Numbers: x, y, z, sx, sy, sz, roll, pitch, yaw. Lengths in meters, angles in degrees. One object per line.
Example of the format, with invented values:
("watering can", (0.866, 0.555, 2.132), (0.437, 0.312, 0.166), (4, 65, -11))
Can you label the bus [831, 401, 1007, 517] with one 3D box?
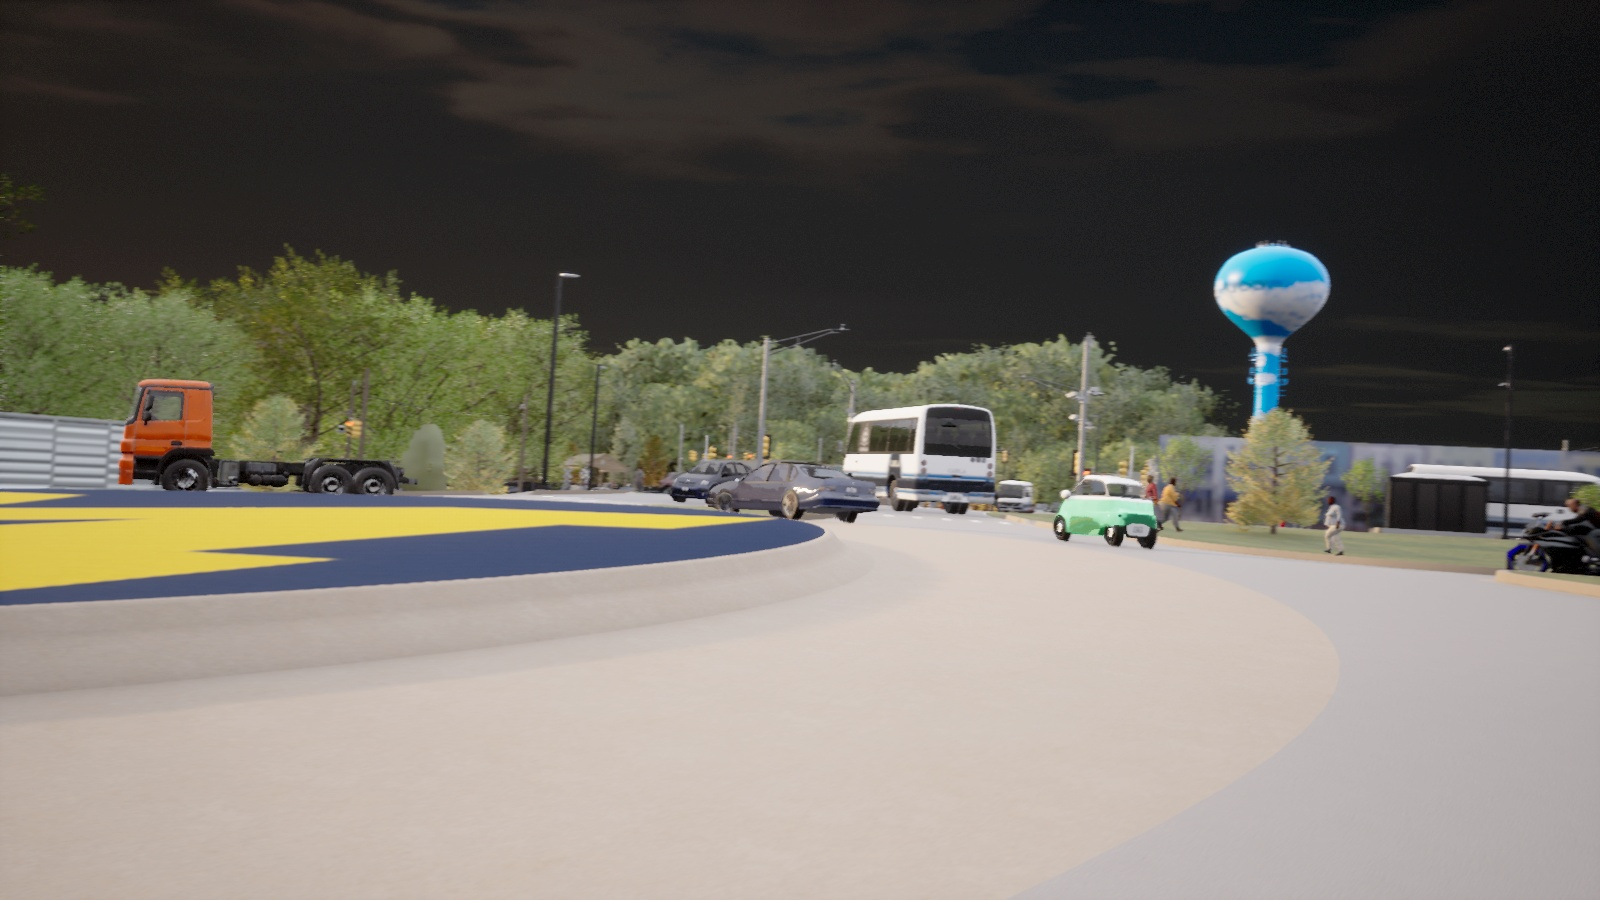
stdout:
("bus", (4.672, 0.381, 52.610), (3.944, 4.253, 10.273), (3, -1, -14))

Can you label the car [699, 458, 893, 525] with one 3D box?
("car", (-0.216, 1.025, 30.925), (2.033, 1.411, 5.357), (5, -4, -34))

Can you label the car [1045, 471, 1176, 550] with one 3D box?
("car", (6.077, 1.162, 24.718), (1.481, 1.376, 2.207), (5, -2, -17))

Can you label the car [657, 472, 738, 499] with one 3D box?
("car", (-6.721, 2.363, 82.432), (4.856, 1.649, 2.033), (-1, -4, 20))

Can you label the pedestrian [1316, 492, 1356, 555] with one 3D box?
("pedestrian", (16.413, 2.241, 38.492), (0.900, 1.855, 0.874), (3, -3, 11))

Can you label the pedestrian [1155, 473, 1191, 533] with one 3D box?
("pedestrian", (12.013, 1.702, 40.442), (0.900, 1.855, 0.874), (3, -3, 7))

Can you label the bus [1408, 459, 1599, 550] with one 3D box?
("bus", (39.059, 3.001, 68.171), (10.273, 4.253, 3.944), (3, -3, 17))

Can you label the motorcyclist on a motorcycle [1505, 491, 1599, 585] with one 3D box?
("motorcyclist on a motorcycle", (13.570, 1.553, 21.798), (2.191, 1.530, 0.866), (3, -3, 22))

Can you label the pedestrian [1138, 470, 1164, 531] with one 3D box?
("pedestrian", (10.952, 1.572, 39.200), (0.636, 1.846, 0.331), (3, -3, 5))

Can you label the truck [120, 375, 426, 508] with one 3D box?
("truck", (-15.453, -0.129, 37.075), (7.936, 3.462, 2.891), (3, -2, -27))

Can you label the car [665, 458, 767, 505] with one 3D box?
("car", (-3.102, 1.173, 47.287), (1.851, 1.617, 3.988), (3, 1, 30))

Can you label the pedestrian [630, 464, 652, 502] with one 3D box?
("pedestrian", (-8.370, 1.745, 66.155), (0.659, 1.952, 0.873), (2, -3, 30))
